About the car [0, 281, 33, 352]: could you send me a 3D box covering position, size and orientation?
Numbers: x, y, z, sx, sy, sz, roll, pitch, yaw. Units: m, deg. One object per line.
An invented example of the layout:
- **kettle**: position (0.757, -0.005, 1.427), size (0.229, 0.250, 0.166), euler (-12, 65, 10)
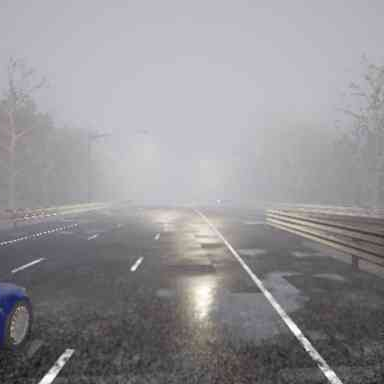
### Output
- **car**: position (-3.419, 1.564, 3.328), size (1.812, 1.442, 4.674), euler (0, -1, 0)
